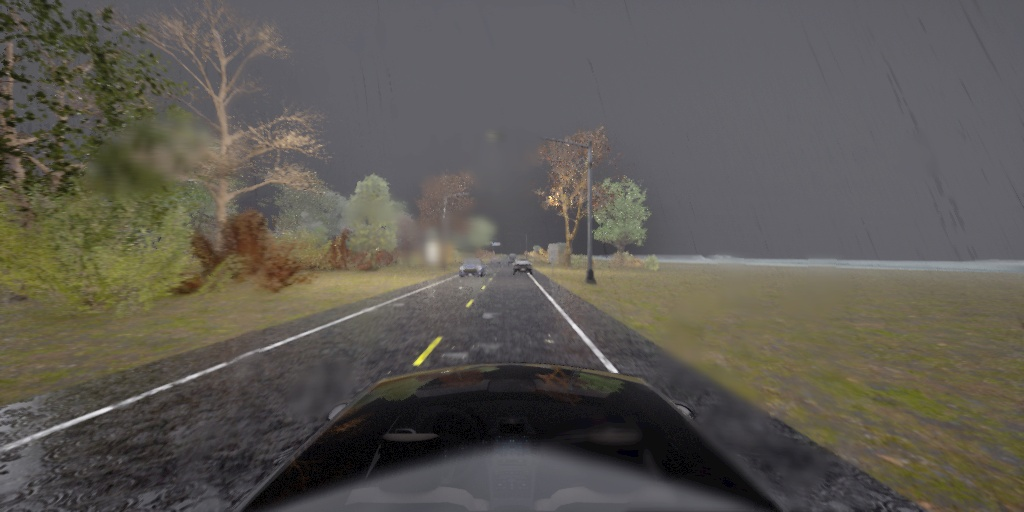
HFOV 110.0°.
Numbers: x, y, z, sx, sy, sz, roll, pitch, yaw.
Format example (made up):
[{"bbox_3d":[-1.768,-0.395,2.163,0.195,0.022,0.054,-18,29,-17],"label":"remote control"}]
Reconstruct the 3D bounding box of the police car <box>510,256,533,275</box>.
[{"bbox_3d":[1.066,1.063,36.989,1.930,1.638,5.238,0,0,0],"label":"police car"}]

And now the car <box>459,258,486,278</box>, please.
[{"bbox_3d":[-3.563,1.004,32.920,2.097,1.767,4.553,0,0,0],"label":"car"}]
